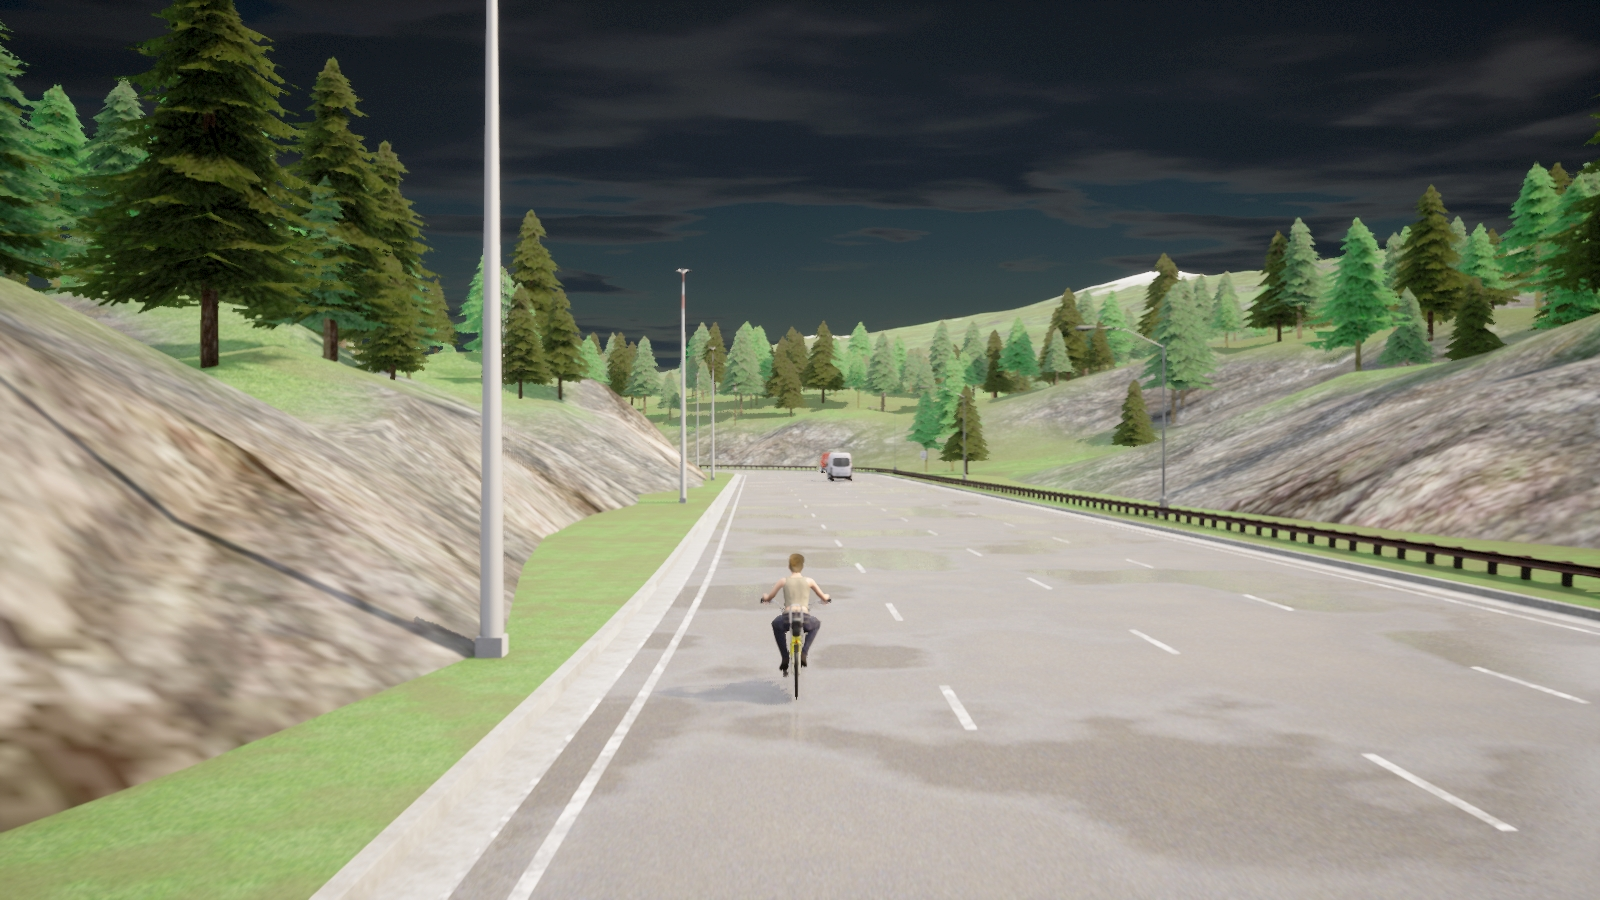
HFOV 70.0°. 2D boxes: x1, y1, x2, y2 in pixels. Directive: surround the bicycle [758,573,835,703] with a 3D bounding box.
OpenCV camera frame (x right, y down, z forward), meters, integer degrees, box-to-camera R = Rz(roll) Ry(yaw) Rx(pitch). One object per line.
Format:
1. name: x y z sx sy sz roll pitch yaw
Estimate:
1. bicycle: -0.047 2.158 13.370 0.859 1.276 1.487 0 0 -1
